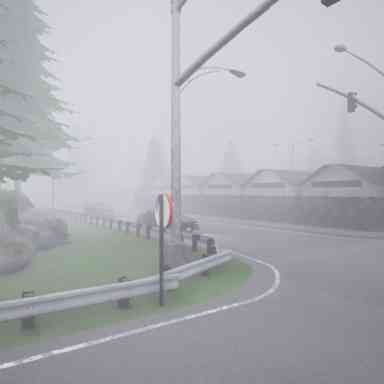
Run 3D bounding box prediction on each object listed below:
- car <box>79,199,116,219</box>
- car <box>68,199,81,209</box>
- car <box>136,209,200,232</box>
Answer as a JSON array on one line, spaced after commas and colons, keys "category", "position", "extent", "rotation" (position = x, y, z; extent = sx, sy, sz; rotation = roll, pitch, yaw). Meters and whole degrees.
[{"category": "car", "position": [-8.783, 1.696, 31.338], "extent": [1.837, 1.490, 4.892], "rotation": [0, 0, -34]}, {"category": "car", "position": [-16.416, 1.701, 49.264], "extent": [1.812, 1.442, 4.674], "rotation": [0, 0, 13]}, {"category": "car", "position": [-1.697, 1.738, 21.112], "extent": [2.033, 1.411, 5.357], "rotation": [0, 0, -35]}]
